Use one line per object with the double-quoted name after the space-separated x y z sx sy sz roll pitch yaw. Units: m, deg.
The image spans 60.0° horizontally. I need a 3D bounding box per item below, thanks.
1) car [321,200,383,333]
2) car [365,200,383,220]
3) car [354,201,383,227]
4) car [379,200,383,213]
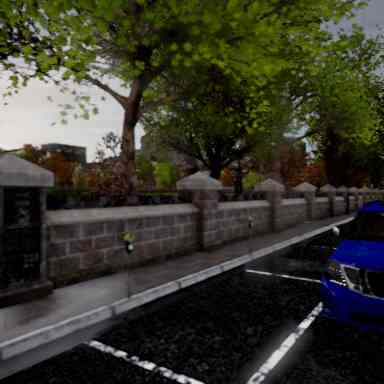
4.228 1.231 6.526 2.150 2.045 5.566 0 0 35 "car"
16.266 1.488 28.622 1.967 1.590 4.097 0 0 35 "car"
13.078 1.476 23.983 1.967 1.590 4.097 0 0 34 "car"
22.645 1.623 37.903 2.008 1.369 4.403 0 0 34 "car"
